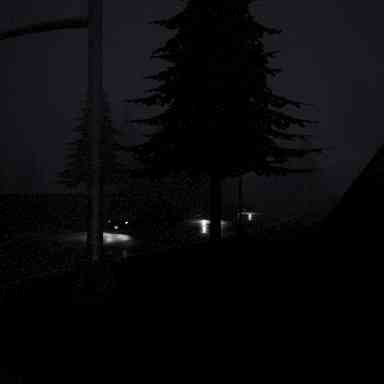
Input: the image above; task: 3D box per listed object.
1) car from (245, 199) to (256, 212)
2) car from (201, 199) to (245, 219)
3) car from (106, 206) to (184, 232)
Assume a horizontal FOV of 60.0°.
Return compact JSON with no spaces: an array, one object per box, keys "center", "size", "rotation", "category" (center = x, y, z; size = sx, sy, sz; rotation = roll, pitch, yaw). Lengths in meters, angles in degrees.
[{"center":[6.439,1.547,38.998],"size":[2.033,1.411,5.357],"rotation":[0,0,16],"category":"car"},{"center":[2.671,1.547,29.261],"size":[2.033,1.411,5.357],"rotation":[0,0,26],"category":"car"},{"center":[-2.648,1.547,20.392],"size":[2.033,1.411,5.357],"rotation":[0,0,35],"category":"car"}]
